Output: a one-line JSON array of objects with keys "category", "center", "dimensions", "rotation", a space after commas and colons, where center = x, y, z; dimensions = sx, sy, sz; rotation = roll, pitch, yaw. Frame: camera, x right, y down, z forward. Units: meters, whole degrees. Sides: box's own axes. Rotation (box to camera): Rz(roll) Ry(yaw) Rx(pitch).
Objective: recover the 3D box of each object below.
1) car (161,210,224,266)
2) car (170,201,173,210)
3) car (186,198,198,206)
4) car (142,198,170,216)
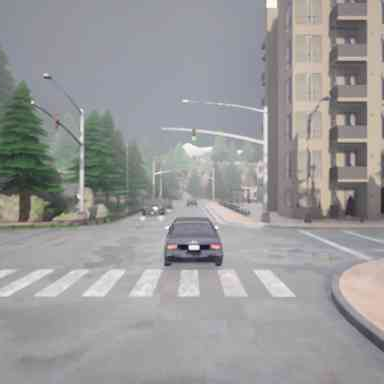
[{"category": "car", "center": [0.009, 1.573, 11.660], "dimensions": [2.033, 1.411, 5.357], "rotation": [0, 0, -1]}, {"category": "car", "center": [-3.653, 1.654, 45.104], "dimensions": [1.994, 1.385, 4.181], "rotation": [0, 0, 1]}, {"category": "car", "center": [-0.002, 1.652, 55.862], "dimensions": [2.033, 1.411, 5.357], "rotation": [0, 0, 0]}, {"category": "car", "center": [-3.754, 1.427, 33.877], "dimensions": [2.097, 1.767, 4.553], "rotation": [0, 0, 1]}]
